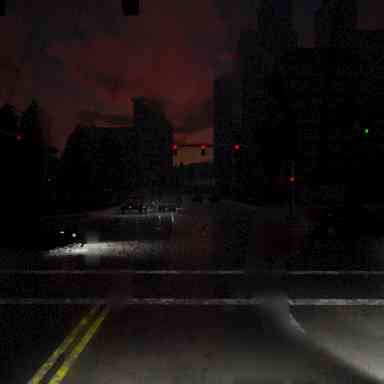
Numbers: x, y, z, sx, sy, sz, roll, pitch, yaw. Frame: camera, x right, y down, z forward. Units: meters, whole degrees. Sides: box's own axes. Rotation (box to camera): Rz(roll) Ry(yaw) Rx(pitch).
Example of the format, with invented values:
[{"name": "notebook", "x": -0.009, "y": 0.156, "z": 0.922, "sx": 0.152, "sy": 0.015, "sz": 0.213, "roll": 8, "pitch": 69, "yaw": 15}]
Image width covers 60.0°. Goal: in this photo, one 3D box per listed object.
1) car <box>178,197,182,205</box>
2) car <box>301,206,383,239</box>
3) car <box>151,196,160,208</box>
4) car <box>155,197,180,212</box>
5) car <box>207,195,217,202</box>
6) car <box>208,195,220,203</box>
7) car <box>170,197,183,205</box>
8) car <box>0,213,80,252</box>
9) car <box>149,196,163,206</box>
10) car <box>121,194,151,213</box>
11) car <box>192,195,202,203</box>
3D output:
[{"name": "car", "x": -2.751, "y": 1.564, "z": 48.002, "sx": 1.994, "sy": 1.385, "sz": 4.181, "roll": 0, "pitch": 0, "yaw": 1}, {"name": "car", "x": 8.069, "y": 1.505, "z": 16.808, "sx": 4.892, "sy": 1.490, "sz": 1.837, "roll": 0, "pitch": 0, "yaw": 1}, {"name": "car", "x": -6.262, "y": 1.491, "z": 46.973, "sx": 2.128, "sy": 1.511, "sz": 4.902, "roll": 0, "pitch": 0, "yaw": 1}, {"name": "car", "x": -2.839, "y": 1.601, "z": 39.200, "sx": 1.895, "sy": 1.301, "sz": 4.718, "roll": 0, "pitch": 0, "yaw": 1}, {"name": "car", "x": 4.627, "y": 1.478, "z": 77.142, "sx": 1.882, "sy": 1.535, "sz": 5.008, "roll": 0, "pitch": 0, "yaw": 1}, {"name": "car", "x": 4.636, "y": 1.547, "z": 67.319, "sx": 2.033, "sy": 1.411, "sz": 5.357, "roll": 0, "pitch": 0, "yaw": 1}, {"name": "car", "x": -2.635, "y": 1.547, "z": 58.326, "sx": 2.033, "sy": 1.411, "sz": 5.357, "roll": 0, "pitch": 0, "yaw": 1}, {"name": "car", "x": -6.756, "y": 1.564, "z": 13.443, "sx": 4.181, "sy": 1.385, "sz": 1.994, "roll": 0, "pitch": 0, "yaw": 1}, {"name": "car", "x": -6.153, "y": 1.505, "z": 57.032, "sx": 1.837, "sy": 1.490, "sz": 4.892, "roll": 0, "pitch": 0, "yaw": 0}, {"name": "car", "x": -6.360, "y": 1.221, "z": 37.093, "sx": 2.150, "sy": 2.045, "sz": 5.566, "roll": 0, "pitch": 0, "yaw": 1}, {"name": "car", "x": 1.033, "y": 1.352, "z": 67.436, "sx": 2.097, "sy": 1.767, "sz": 4.553, "roll": 0, "pitch": 0, "yaw": 1}]
